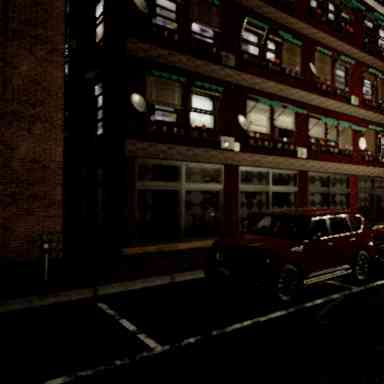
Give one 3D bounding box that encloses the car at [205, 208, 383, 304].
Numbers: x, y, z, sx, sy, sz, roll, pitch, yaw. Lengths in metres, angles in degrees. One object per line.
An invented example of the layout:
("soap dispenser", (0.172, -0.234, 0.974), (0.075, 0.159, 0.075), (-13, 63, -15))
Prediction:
("car", (2.714, 1.378, 8.494), (5.009, 1.841, 2.192), (1, 0, -36))
